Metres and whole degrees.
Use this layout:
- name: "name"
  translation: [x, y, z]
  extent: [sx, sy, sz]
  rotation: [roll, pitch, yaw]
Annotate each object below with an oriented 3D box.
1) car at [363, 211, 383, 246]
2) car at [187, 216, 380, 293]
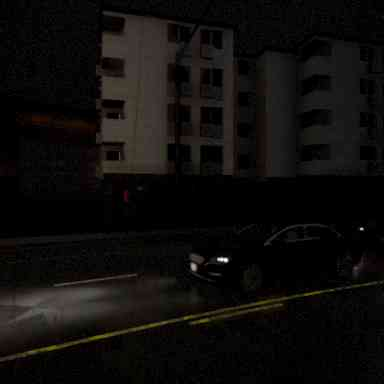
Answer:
- name: "car"
  translation: [8.546, 1.564, 14.896]
  extent: [4.181, 1.385, 1.994]
  rotation: [0, 0, -16]
- name: "car"
  translation: [2.275, 1.492, 8.804]
  extent: [4.902, 1.511, 2.128]
  rotation: [0, 0, -25]
